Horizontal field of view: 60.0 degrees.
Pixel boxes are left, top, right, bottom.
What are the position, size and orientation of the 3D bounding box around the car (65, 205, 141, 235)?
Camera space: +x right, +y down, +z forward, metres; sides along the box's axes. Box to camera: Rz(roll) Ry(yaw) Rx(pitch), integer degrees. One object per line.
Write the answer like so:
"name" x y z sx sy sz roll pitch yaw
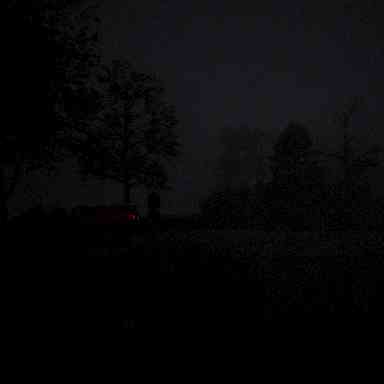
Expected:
"car" -6.516 1.992 24.443 5.566 2.045 2.150 -1 -2 9
